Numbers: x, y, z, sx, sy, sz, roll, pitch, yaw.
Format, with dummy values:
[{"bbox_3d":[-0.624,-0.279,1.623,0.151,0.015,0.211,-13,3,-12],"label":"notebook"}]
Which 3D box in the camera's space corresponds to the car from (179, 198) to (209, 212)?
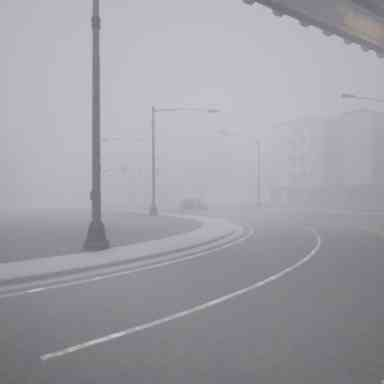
[{"bbox_3d":[0.198,1.556,43.023,2.097,1.767,4.553,0,0,-33],"label":"car"}]
